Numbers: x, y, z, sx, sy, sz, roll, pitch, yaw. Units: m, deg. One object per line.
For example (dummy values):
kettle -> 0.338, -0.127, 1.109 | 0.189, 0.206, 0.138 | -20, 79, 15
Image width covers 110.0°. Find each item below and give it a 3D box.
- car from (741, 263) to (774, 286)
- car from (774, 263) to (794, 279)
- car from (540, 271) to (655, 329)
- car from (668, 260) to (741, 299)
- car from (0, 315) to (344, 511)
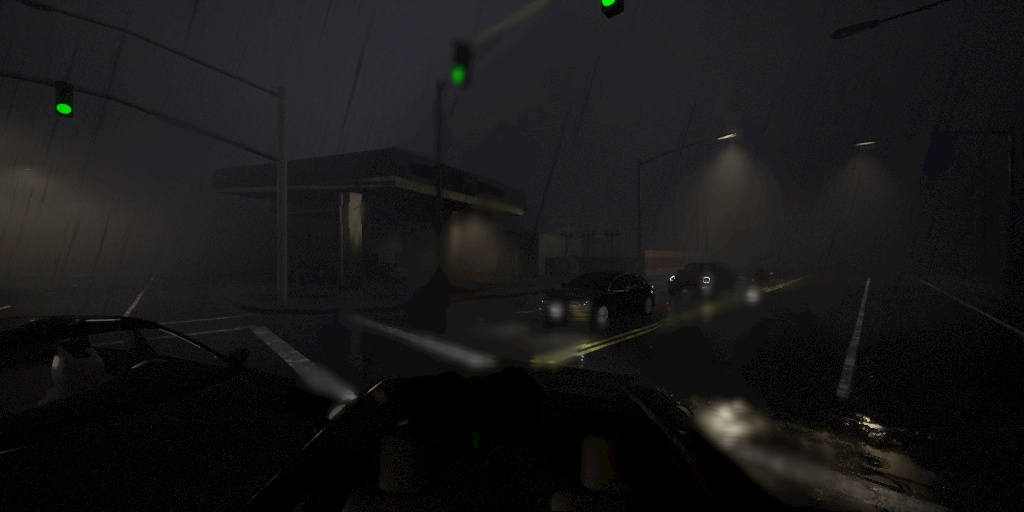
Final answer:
car -> 16.722, 1.314, 25.265 | 1.994, 1.385, 4.181 | 0, 0, 44
car -> 23.877, 1.314, 32.297 | 4.181, 1.385, 1.994 | 0, 0, -44
car -> 2.916, 1.255, 11.550 | 1.837, 1.490, 4.892 | 0, 0, 45
car -> 9.775, 1.102, 18.375 | 4.553, 1.767, 2.097 | 0, 0, -45
car -> -3.413, 1.242, 2.551 | 4.902, 1.511, 2.128 | 0, 0, 15
